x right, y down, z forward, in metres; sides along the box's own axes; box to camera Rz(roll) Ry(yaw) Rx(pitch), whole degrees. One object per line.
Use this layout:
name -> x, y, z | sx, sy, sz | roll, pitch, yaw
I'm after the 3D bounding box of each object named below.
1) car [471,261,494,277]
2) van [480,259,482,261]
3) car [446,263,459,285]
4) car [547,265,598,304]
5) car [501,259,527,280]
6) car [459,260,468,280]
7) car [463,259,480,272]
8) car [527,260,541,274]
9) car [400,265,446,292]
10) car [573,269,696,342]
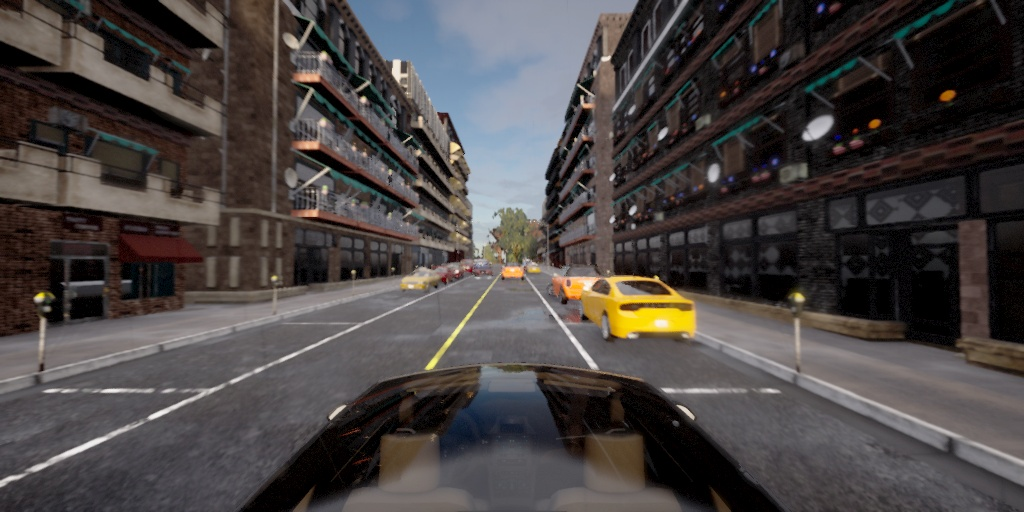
car -> -3.072, 1.572, 40.006 | 1.994, 1.385, 4.181 | 0, 0, 0
van -> -5.674, 1.425, 51.084 | 1.690, 1.789, 3.998 | 0, 0, 0
car -> -5.681, 1.473, 28.438 | 1.888, 1.381, 4.507 | 0, 0, 0
car -> 3.077, 1.203, 17.074 | 2.097, 1.767, 4.553 | 0, 0, -1
car -> 0.082, 1.320, 34.295 | 2.097, 1.767, 4.553 | 0, 0, 0
car -> -5.680, 1.406, 34.101 | 1.967, 1.591, 4.097 | 0, 0, 0
car -> -5.676, 1.359, 45.424 | 2.192, 1.841, 5.009 | 0, 0, 0
car -> 2.706, 1.570, 45.552 | 1.751, 1.417, 4.829 | 0, 0, 0
car -> -5.684, 1.415, 22.608 | 1.751, 1.417, 4.829 | 0, 0, 0
car -> 3.143, 1.282, 10.011 | 1.882, 1.535, 5.008 | 0, 0, 0
